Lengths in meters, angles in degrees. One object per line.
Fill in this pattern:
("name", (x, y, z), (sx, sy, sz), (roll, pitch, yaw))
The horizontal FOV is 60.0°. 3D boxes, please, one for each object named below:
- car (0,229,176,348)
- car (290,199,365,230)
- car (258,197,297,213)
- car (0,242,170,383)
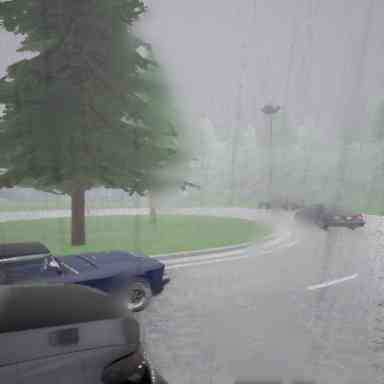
("car", (-2.782, 1.567, 5.872), (4.718, 1.301, 1.895), (0, 1, -35))
("car", (7.883, 1.371, 19.560), (2.033, 1.411, 5.357), (0, 0, -4))
("car", (8.864, 1.211, 32.967), (2.128, 1.511, 4.902), (0, 0, -44))
("car", (-2.792, 1.216, 1.595), (5.566, 2.045, 2.150), (0, 0, -36))
